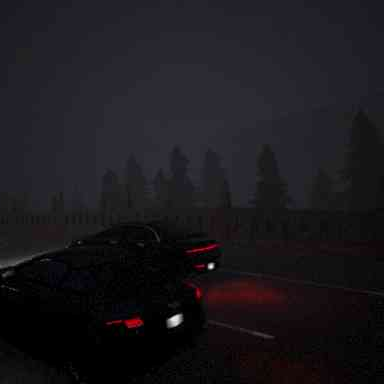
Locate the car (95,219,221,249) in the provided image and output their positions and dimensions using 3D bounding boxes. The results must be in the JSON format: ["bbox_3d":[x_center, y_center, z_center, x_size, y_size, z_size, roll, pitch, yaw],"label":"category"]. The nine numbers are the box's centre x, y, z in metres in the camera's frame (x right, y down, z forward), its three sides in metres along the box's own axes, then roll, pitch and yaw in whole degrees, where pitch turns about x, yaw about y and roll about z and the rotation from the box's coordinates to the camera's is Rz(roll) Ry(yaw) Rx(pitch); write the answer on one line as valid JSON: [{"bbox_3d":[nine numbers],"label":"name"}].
[{"bbox_3d":[-1.501,1.521,9.359,4.892,1.490,1.837,0,0,35],"label":"car"}]

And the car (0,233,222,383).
[{"bbox_3d":[-1.838,1.573,5.301,4.181,1.385,1.994,0,0,35],"label":"car"}]
